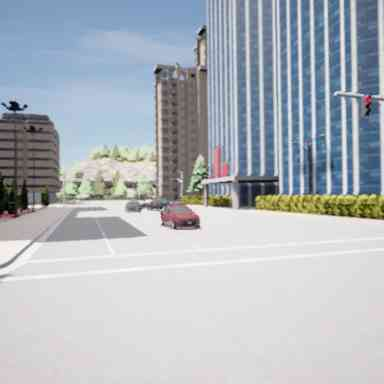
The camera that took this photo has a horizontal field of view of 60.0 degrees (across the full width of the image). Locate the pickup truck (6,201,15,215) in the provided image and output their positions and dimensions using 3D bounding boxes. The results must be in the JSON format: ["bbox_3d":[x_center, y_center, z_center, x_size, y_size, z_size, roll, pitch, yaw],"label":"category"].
[{"bbox_3d":[-23.156,1.702,38.386,2.390,2.098,6.274,-1,0,13],"label":"pickup truck"}]

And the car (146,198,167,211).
[{"bbox_3d":[-5.495,2.000,49.391,1.837,1.490,4.892,-1,-1,-17],"label":"car"}]

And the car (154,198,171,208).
[{"bbox_3d":[-5.346,1.935,60.197,2.097,1.767,4.553,-1,-1,-18],"label":"car"}]

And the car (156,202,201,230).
[{"bbox_3d":[-0.903,1.690,23.126,1.882,1.535,5.008,-1,0,-18],"label":"car"}]

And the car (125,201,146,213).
[{"bbox_3d":[-7.949,2.000,45.190,1.837,1.490,4.892,-1,-1,-17],"label":"car"}]

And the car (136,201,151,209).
[{"bbox_3d":[-8.694,2.221,59.183,1.895,1.301,4.718,-1,-1,-18],"label":"car"}]

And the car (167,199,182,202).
[{"bbox_3d":[-2.323,2.012,50.978,2.033,1.411,5.357,-1,-1,-17],"label":"car"}]
